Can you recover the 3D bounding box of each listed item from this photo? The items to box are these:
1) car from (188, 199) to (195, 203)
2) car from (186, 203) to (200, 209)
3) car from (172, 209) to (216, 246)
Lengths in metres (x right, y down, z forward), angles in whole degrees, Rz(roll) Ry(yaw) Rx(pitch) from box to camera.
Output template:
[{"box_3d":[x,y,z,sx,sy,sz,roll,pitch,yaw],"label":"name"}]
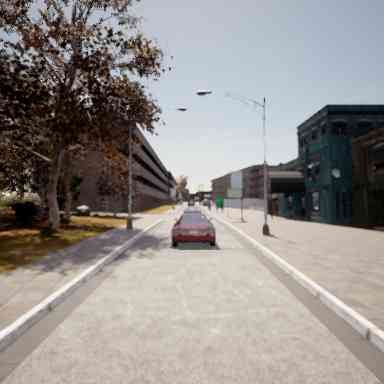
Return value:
[{"box_3d":[-0.148,3.516,93.452,1.837,1.490,4.892,0,-1,0],"label":"car"},{"box_3d":[0.049,2.113,33.100,2.033,1.411,5.357,0,-2,0],"label":"car"},{"box_3d":[0.075,1.698,16.016,1.994,1.385,4.181,0,-1,0],"label":"car"}]
